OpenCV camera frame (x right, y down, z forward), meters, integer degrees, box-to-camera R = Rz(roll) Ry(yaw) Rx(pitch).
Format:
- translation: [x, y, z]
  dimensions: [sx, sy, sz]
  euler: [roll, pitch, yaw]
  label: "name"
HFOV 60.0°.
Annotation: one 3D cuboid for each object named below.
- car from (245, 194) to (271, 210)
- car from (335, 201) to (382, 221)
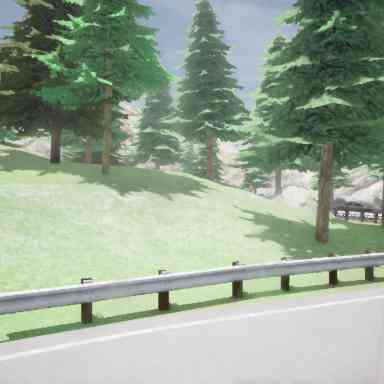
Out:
- translation: [8.789, 1.239, 43.009]
  dimensions: [2.150, 2.045, 5.566]
  euler: [0, 0, -25]
  label: "car"
- translation: [14.340, 1.522, 28.032]
  dimensions: [1.837, 1.490, 4.892]
  euler: [0, 0, -20]
  label: "car"
